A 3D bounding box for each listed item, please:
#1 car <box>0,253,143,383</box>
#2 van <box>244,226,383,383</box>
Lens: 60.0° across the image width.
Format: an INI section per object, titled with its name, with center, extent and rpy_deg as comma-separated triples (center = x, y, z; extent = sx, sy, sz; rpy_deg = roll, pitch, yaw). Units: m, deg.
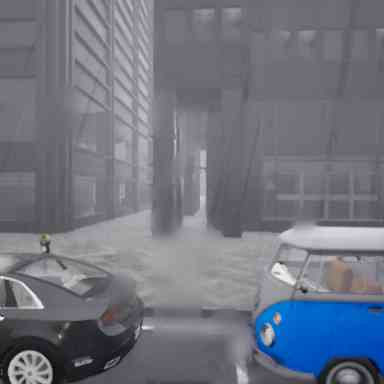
[car]
center = -2.873, 1.525, 4.375
extent = 4.403, 1.369, 2.008
rpy_deg = 0, 0, 4
[van]
center = 2.748, 1.333, 3.945
extent = 3.998, 1.788, 1.690
rpy_deg = 0, 0, 4
